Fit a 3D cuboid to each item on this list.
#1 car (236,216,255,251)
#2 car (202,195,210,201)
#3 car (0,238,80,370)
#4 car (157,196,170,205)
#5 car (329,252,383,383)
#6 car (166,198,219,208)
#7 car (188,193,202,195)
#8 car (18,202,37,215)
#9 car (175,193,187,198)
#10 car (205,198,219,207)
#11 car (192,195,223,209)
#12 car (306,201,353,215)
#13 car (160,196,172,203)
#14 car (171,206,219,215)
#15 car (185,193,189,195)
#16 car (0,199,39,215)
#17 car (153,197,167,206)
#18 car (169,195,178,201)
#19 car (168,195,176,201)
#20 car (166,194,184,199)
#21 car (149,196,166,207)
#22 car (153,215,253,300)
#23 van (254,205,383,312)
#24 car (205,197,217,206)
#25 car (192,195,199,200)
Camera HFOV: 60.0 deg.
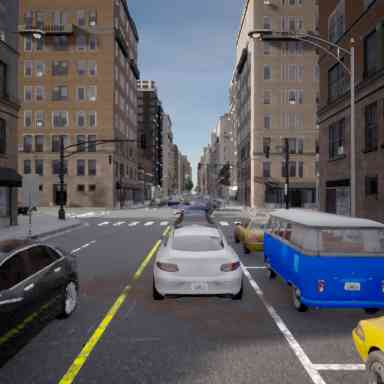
[{"bbox_3d":[2.696,1.528,13.252,1.752,1.417,4.829,1,0,0],"label":"car"},{"bbox_3d":[3.620,1.549,89.456,2.008,1.369,4.403,1,0,1],"label":"car"},{"bbox_3d":[-3.080,1.506,4.575,1.837,1.490,4.892,0,0,0],"label":"car"},{"bbox_3d":[-5.300,1.556,61.920,2.008,1.369,4.403,1,0,1],"label":"car"},{"bbox_3d":[2.679,1.526,1.905,1.752,1.417,4.829,1,0,0],"label":"car"},{"bbox_3d":[0.121,1.531,30.882,1.812,1.442,4.674,-1,-1,43],"label":"car"},{"bbox_3d":[0.742,1.551,68.185,2.033,1.411,5.357,0,0,1],"label":"car"},{"bbox_3d":[-16.505,1.443,29.056,4.718,1.301,1.895,0,-1,1],"label":"car"},{"bbox_3d":[-2.515,1.482,61.849,1.882,1.535,5.008,0,0,1],"label":"car"},{"bbox_3d":[3.067,1.571,50.745,1.947,1.339,4.313,1,0,1],"label":"car"},{"bbox_3d":[1.760,1.531,42.163,4.674,1.442,1.812,0,1,44],"label":"car"},{"bbox_3d":[14.642,1.692,35.494,4.181,1.385,1.994,0,-1,0],"label":"car"},{"bbox_3d":[-5.221,1.549,67.449,1.887,1.381,4.507,1,0,1],"label":"car"},{"bbox_3d":[0.115,1.566,15.594,1.994,1.385,4.181,0,0,0],"label":"car"},{"bbox_3d":[-2.306,1.359,71.976,2.097,1.767,4.553,0,0,1],"label":"car"},{"bbox_3d":[-18.046,1.411,32.323,5.357,1.411,2.033,0,-1,0],"label":"car"},{"bbox_3d":[-5.379,1.571,56.392,1.947,1.339,4.313,1,0,1],"label":"car"},{"bbox_3d":[-4.905,1.565,89.564,1.947,1.339,4.313,1,0,1],"label":"car"},{"bbox_3d":[-4.986,1.526,83.866,1.752,1.417,4.829,1,0,1],"label":"car"},{"bbox_3d":[-2.678,1.483,52.189,1.882,1.535,5.008,0,0,1],"label":"car"},{"bbox_3d":[-5.458,1.588,50.863,1.802,1.307,4.206,1,0,1],"label":"car"},{"bbox_3d":[0.088,1.527,8.258,1.812,1.442,4.674,0,0,-1],"label":"car"},{"bbox_3d":[2.689,1.342,7.409,1.690,1.788,3.998,1,0,0],"label":"van"},{"bbox_3d":[3.146,1.549,56.275,1.887,1.381,4.507,1,0,1],"label":"car"},{"bbox_3d":[0.980,1.538,91.945,2.033,1.411,5.357,0,0,1],"label":"car"}]
